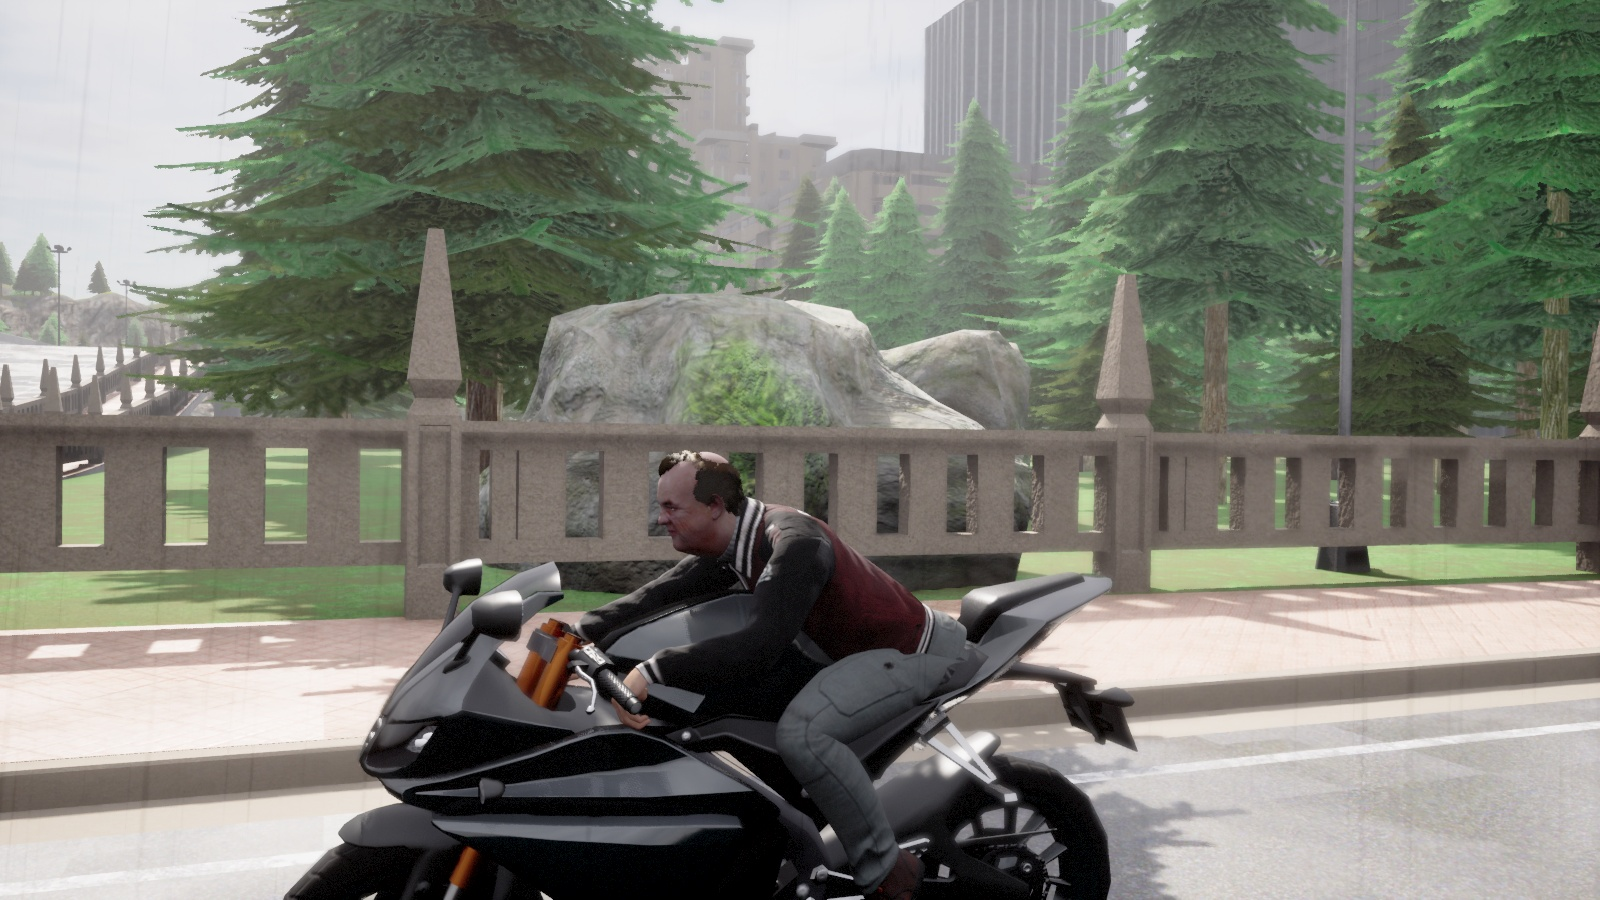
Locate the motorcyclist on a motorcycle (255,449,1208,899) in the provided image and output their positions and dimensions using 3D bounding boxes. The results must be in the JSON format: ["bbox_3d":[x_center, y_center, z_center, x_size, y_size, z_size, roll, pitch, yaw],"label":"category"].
[{"bbox_3d":[-0.153,0.783,3.181,2.191,1.530,0.866,-1,1,-21],"label":"motorcyclist on a motorcycle"}]
